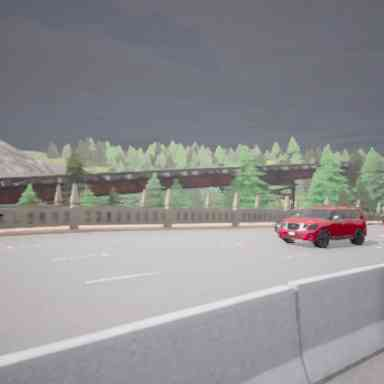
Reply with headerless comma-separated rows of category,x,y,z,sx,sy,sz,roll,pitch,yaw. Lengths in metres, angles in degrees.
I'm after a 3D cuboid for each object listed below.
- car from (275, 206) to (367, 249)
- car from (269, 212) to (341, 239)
car,7.063,1.761,17.622,5.566,2.045,2.150,3,-2,-35
car,7.650,2.179,22.336,4.902,1.511,2.128,3,-2,-35
